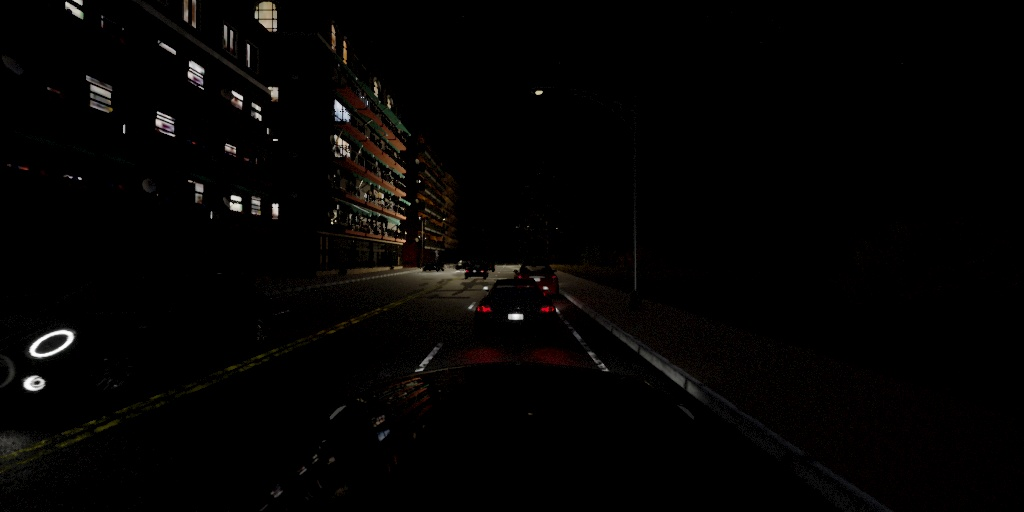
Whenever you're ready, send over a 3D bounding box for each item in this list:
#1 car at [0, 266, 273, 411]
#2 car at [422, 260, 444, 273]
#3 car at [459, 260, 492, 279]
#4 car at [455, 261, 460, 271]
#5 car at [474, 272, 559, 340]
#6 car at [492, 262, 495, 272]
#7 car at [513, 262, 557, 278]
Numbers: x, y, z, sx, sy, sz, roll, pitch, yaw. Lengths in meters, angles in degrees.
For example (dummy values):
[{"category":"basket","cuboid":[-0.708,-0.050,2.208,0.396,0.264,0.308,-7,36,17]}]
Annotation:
[{"category":"car","cuboid":[-6.597,1.103,6.401,2.097,1.767,4.553,0,0,0]},{"category":"car","cuboid":[-9.819,1.229,44.825,1.882,1.535,5.008,0,0,0]},{"category":"car","cuboid":[-3.118,1.299,31.914,2.033,1.411,5.357,0,0,-1]},{"category":"car","cuboid":[-6.564,1.315,48.973,1.994,1.385,4.181,0,0,0]},{"category":"car","cuboid":[0.100,1.315,9.944,1.994,1.385,4.181,0,0,0]},{"category":"car","cuboid":[-3.123,1.277,45.437,1.812,1.442,4.674,0,0,0]},{"category":"car","cuboid":[1.148,1.103,18.524,2.097,1.767,4.553,0,0,0]}]
